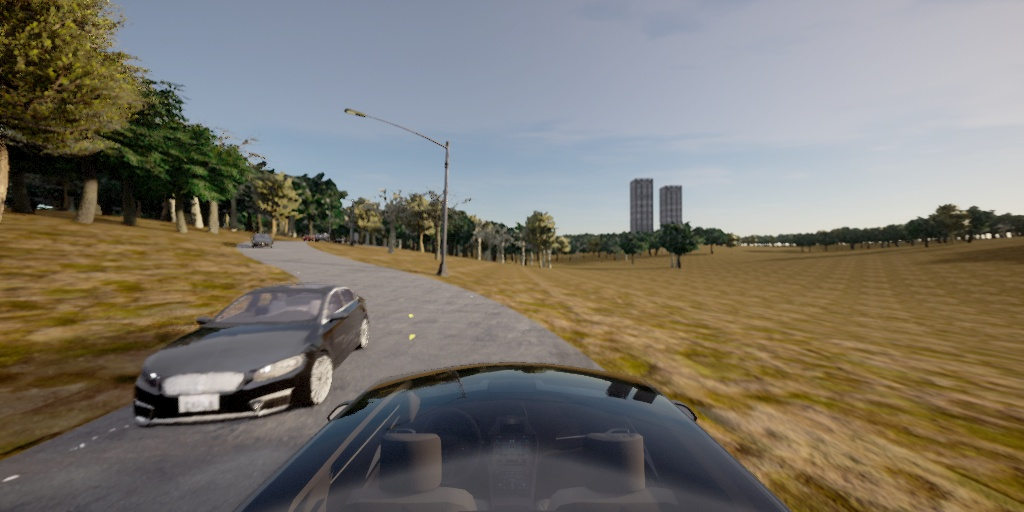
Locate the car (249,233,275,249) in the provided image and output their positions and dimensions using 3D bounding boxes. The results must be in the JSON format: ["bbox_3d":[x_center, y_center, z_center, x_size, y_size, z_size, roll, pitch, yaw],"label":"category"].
[{"bbox_3d":[-26.643,-1.650,38.170,1.837,1.490,4.892,-1,5,-38],"label":"car"}]

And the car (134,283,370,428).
[{"bbox_3d":[-3.766,1.265,6.171,2.128,1.511,4.902,0,0,-11],"label":"car"}]
